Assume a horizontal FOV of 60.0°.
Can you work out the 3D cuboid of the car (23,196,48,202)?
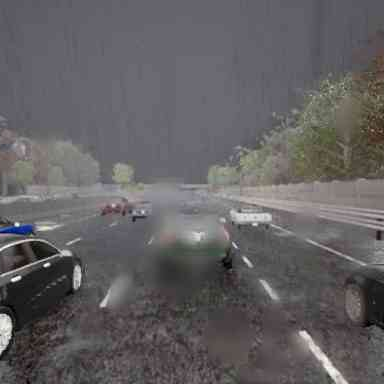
[{"bbox_3d":[-21.062,1.336,46.617,2.128,1.511,4.902,0,0,0],"label":"car"}]

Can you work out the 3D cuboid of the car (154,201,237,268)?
[{"bbox_3d":[0.103,1.309,11.225,2.097,1.767,4.553,0,0,0],"label":"car"}]

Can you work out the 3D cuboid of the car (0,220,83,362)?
[{"bbox_3d":[-3.399,1.482,5.740,1.837,1.490,4.892,0,0,0],"label":"car"}]

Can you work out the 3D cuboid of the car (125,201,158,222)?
[{"bbox_3d":[-3.393,1.456,25.583,2.033,1.411,5.357,0,0,0],"label":"car"}]

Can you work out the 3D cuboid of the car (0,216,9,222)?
[{"bbox_3d":[-6.895,1.437,10.684,1.882,1.535,5.008,0,0,0],"label":"car"}]

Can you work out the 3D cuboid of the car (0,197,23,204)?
[{"bbox_3d":[-24.562,1.393,45.852,2.033,1.411,5.357,0,0,0],"label":"car"}]

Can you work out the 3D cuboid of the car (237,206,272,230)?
[{"bbox_3d":[3.504,1.481,20.648,1.895,1.301,4.718,0,0,0],"label":"car"}]

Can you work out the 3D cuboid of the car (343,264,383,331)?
[{"bbox_3d":[3.576,1.469,3.973,1.812,1.442,4.674,0,0,0],"label":"car"}]

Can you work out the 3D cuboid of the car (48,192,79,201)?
[{"bbox_3d":[-17.562,1.067,46.623,2.150,2.045,5.566,0,0,0],"label":"car"}]

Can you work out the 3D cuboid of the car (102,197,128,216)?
[{"bbox_3d":[-6.892,1.242,31.302,2.097,1.767,4.553,0,0,0],"label":"car"}]
